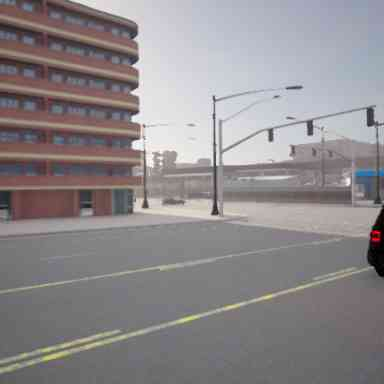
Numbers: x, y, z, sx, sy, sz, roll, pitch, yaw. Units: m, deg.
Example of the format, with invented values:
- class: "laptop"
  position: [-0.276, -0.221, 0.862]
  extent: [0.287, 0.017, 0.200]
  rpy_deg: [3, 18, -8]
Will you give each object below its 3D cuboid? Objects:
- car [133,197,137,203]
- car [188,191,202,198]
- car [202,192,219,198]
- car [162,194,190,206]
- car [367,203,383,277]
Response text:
- class: "car"
  position: [-12.186, 1.283, 63.537]
  extent: [1.837, 1.490, 4.892]
  rpy_deg: [-1, 1, -36]
- class: "car"
  position: [1.184, 0.622, 85.350]
  extent: [4.611, 1.667, 2.242]
  rpy_deg: [-1, 1, -36]
- class: "car"
  position: [5.181, 0.767, 81.153]
  extent: [3.806, 1.475, 1.970]
  rpy_deg: [-1, 1, -36]
- class: "car"
  position: [-2.862, 1.298, 51.051]
  extent: [1.812, 1.442, 4.674]
  rpy_deg: [-1, 1, -37]
- class: "car"
  position: [6.807, 1.176, 8.700]
  extent: [5.566, 2.045, 2.150]
  rpy_deg: [-1, 0, -36]
